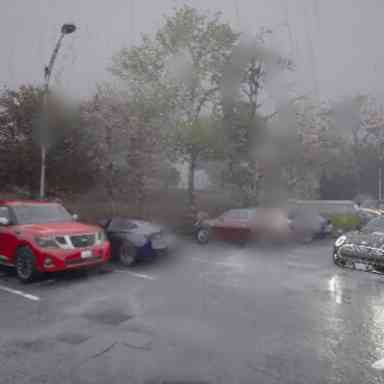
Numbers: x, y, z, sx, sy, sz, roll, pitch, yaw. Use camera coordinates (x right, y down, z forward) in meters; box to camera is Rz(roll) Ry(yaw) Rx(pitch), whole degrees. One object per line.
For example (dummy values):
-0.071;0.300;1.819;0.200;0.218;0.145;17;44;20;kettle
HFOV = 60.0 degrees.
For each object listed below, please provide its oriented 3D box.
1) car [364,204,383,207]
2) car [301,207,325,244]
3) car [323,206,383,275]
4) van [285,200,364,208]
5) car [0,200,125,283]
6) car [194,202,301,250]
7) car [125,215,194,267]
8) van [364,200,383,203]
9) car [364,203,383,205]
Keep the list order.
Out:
9.405;1.709;20.276;4.892;1.521;2.231;-1;-1;34;car
4.584;1.668;16.877;4.792;1.488;2.163;-1;-1;34;car
6.459;1.478;10.445;4.553;1.767;2.097;1;0;-36;car
6.907;1.448;18.635;4.442;1.987;1.878;-1;-1;35;van
-4.950;1.254;10.012;5.566;2.045;2.435;-1;-2;35;car
2.237;1.478;15.137;4.553;1.767;2.185;-1;-1;34;car
-2.606;1.568;11.744;4.792;1.488;2.163;-1;-1;34;car
14.097;1.559;23.771;4.442;1.987;1.878;-1;-1;34;van
11.952;1.741;21.890;5.366;1.575;1.946;-1;-2;34;car
